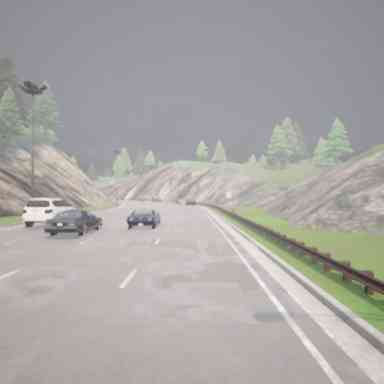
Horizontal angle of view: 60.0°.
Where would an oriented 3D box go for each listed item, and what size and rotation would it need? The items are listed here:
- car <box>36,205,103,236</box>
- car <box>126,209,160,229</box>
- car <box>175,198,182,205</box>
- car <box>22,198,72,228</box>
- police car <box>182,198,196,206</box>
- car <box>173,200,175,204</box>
[{"bbox_3d":[-6.835,1.748,19.691,2.033,1.411,5.357,0,-1,0],"label":"car"},{"bbox_3d":[-3.352,1.844,23.876,1.895,1.301,4.718,0,-1,0],"label":"car"},{"bbox_3d":[-2.193,2.279,81.179,1.801,1.575,5.366,0,-1,-12],"label":"car"},{"bbox_3d":[-10.355,1.472,24.615,2.150,2.045,5.566,0,-1,0],"label":"car"},{"bbox_3d":[-0.382,2.146,71.054,1.930,1.638,5.238,0,-1,-8],"label":"police car"},{"bbox_3d":[-3.582,2.387,86.948,1.837,1.490,4.892,0,-1,-15],"label":"car"}]
